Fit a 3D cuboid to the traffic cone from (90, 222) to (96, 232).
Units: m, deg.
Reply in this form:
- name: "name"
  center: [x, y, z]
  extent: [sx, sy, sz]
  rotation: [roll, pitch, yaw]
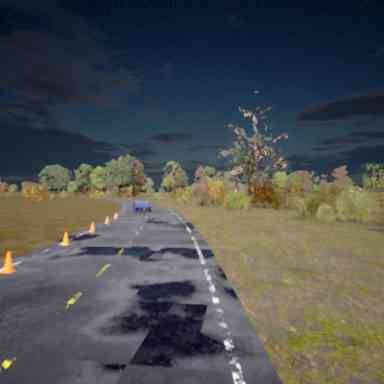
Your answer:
- name: "traffic cone"
  center: [-5.834, 2.039, 19.500]
  extent: [0.340, 0.580, 0.340]
  rotation: [0, 0, -4]

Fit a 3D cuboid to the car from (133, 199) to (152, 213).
- name: "car"
  center: [-5.843, 1.629, 38.927]
  extent: [1.882, 1.535, 5.008]
  rotation: [0, 0, -14]

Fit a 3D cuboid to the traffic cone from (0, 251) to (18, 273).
- name: "traffic cone"
  center: [-5.289, 2.001, 9.610]
  extent: [0.340, 0.580, 0.340]
  rotation: [0, 0, -2]

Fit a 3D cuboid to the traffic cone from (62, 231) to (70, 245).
- name: "traffic cone"
  center: [-5.519, 2.020, 14.557]
  extent: [0.340, 0.580, 0.340]
  rotation: [0, 0, -3]

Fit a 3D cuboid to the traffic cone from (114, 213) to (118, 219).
- name: "traffic cone"
  center: [-6.723, 2.076, 29.366]
  extent: [0.340, 0.580, 0.340]
  rotation: [0, 0, -6]

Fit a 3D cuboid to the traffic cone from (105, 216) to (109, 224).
- name: "traffic cone"
  center: [-6.236, 2.057, 24.437]
  extent: [0.340, 0.580, 0.340]
  rotation: [0, 0, -5]
